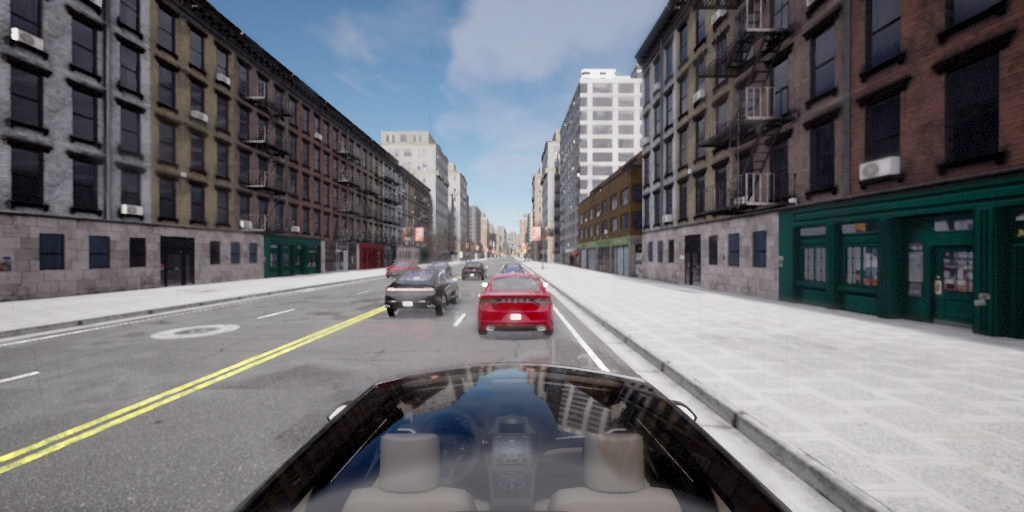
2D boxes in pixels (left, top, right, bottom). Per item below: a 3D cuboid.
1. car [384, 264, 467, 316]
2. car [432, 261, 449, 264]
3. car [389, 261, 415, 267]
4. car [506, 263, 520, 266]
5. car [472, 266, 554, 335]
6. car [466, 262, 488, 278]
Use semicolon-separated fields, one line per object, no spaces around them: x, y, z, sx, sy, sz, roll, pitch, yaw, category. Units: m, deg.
-3.155;1.238;13.291;2.128;1.511;4.902;0;0;0;car
-6.609;1.239;32.587;2.128;1.511;4.902;0;0;0;car
-9.857;1.225;32.512;1.882;1.535;5.008;0;0;0;car
0.093;1.311;30.887;1.994;1.385;4.181;0;0;0;car
0.097;1.225;10.549;1.882;1.535;5.008;0;0;0;car
-3.156;1.252;30.685;1.837;1.490;4.892;0;0;0;car
